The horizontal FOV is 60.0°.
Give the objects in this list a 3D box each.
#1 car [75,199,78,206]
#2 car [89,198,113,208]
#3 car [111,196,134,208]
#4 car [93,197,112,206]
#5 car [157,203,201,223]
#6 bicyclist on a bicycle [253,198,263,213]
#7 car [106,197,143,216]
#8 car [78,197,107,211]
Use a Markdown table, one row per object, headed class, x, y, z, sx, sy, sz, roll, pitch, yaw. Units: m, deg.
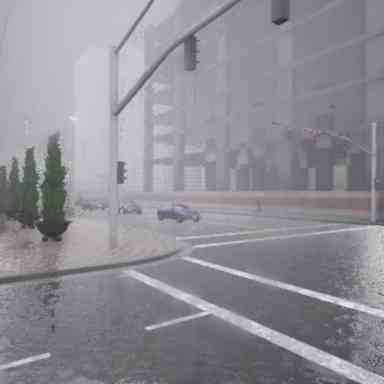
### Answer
| class | x | y | z | sx | sy | sz | roll | pitch | yaw |
| --- | --- | --- | --- | --- | --- | --- | --- | --- | --- |
| car | -19.386 | 1.748 | 59.189 | 1.994 | 1.385 | 4.181 | 0 | 0 | -35 |
| car | -14.218 | 1.671 | 51.919 | 2.128 | 1.511 | 4.902 | 0 | 0 | -35 |
| car | -11.354 | 1.550 | 53.932 | 2.097 | 1.767 | 4.553 | 0 | 0 | -35 |
| car | -16.520 | 1.708 | 61.199 | 1.837 | 1.490 | 4.892 | 0 | 0 | -35 |
| car | -1.162 | 1.671 | 26.986 | 1.812 | 1.442 | 4.674 | 0 | 0 | -35 |
| bicyclist on a bicycle | 7.160 | 1.512 | 35.955 | 1.656 | 1.620 | 0.582 | 0 | 0 | -35 |
| car | -6.999 | 1.503 | 35.282 | 2.097 | 1.767 | 4.553 | 0 | 0 | -35 |
| car | -12.910 | 1.648 | 43.724 | 2.128 | 1.511 | 4.902 | 0 | 0 | -35 |
